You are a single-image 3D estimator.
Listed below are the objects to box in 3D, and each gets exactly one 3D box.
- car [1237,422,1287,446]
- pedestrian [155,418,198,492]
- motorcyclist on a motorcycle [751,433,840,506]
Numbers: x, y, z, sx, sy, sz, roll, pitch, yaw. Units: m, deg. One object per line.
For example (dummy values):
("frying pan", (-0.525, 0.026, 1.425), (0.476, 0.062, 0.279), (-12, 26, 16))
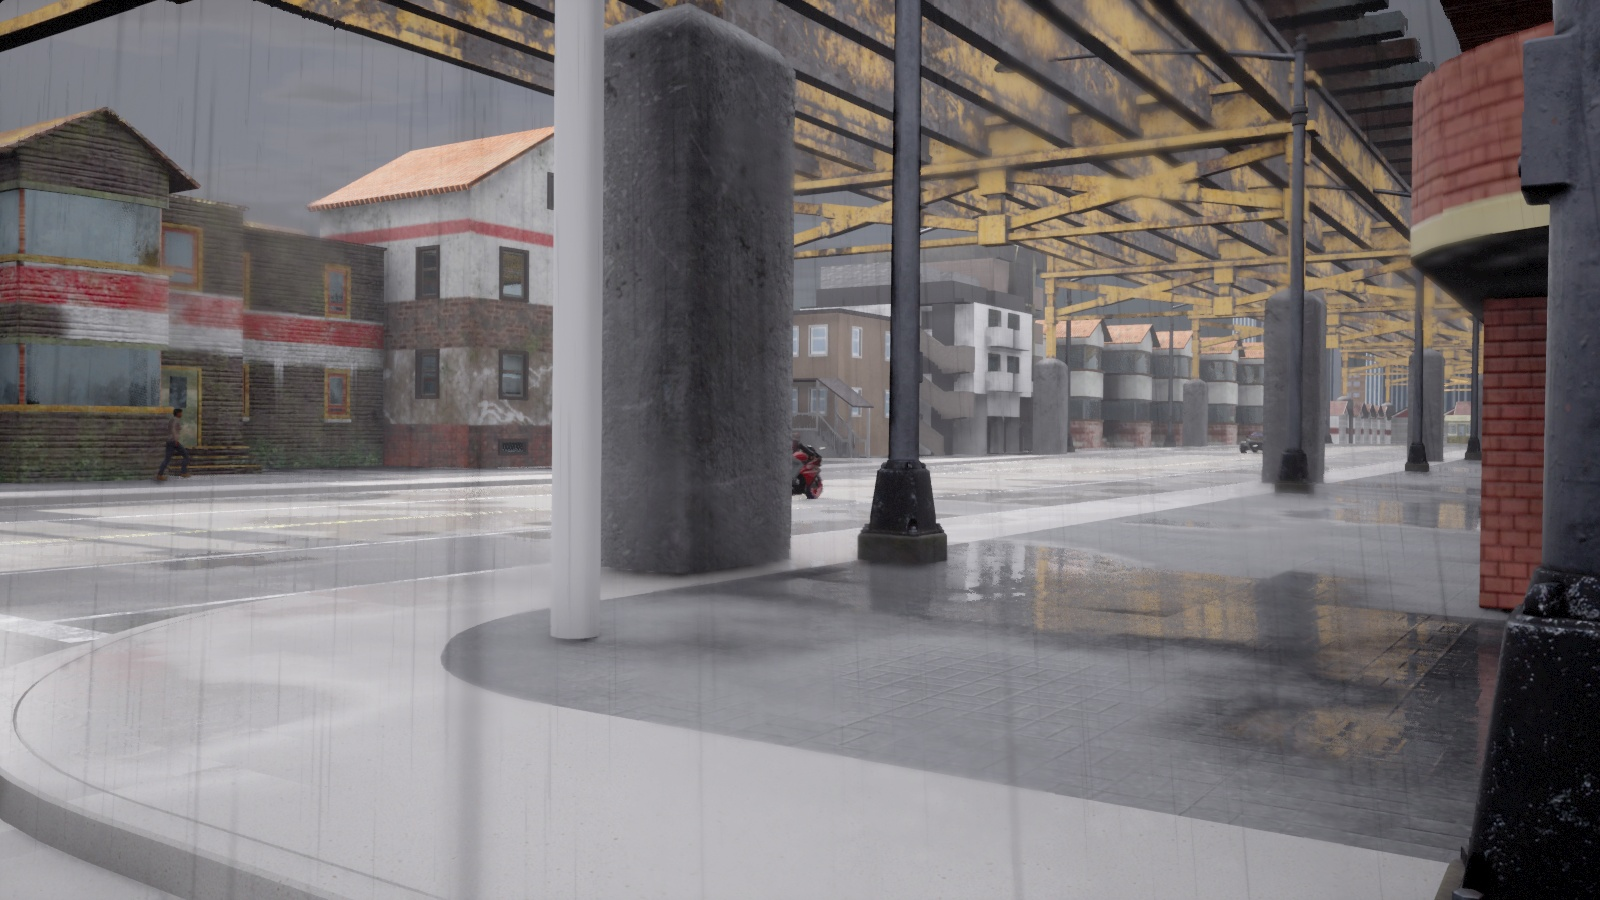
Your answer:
("car", (28.343, -0.972, 76.936), (1.994, 1.385, 4.181), (0, 2, 33))
("pedestrian", (-15.511, 0.110, 31.260), (0.328, 1.805, 0.869), (0, 1, 38))
("motorcyclist on a motorcycle", (-0.075, 0.394, 27.350), (0.866, 1.530, 2.191), (0, 1, 33))
